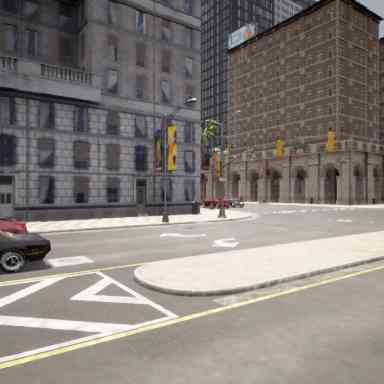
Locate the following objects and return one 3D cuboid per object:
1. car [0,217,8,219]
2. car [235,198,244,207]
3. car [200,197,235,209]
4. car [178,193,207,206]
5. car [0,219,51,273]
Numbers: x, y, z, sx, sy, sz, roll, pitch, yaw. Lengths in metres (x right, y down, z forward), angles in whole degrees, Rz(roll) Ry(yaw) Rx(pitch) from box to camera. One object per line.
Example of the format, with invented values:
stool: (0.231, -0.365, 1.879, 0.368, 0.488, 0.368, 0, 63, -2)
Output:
car: (-8.515, 1.526, 12.063, 4.674, 1.442, 1.812, 0, 0, -35)
car: (5.618, 1.491, 49.006, 2.128, 1.511, 4.902, 0, 0, -35)
car: (3.189, 1.478, 46.375, 1.882, 1.535, 5.008, 0, 0, -35)
car: (-0.024, 1.221, 57.104, 2.150, 2.045, 5.566, 0, 0, -34)
car: (-6.569, 1.601, 9.158, 4.718, 1.301, 1.895, 0, 0, -35)
